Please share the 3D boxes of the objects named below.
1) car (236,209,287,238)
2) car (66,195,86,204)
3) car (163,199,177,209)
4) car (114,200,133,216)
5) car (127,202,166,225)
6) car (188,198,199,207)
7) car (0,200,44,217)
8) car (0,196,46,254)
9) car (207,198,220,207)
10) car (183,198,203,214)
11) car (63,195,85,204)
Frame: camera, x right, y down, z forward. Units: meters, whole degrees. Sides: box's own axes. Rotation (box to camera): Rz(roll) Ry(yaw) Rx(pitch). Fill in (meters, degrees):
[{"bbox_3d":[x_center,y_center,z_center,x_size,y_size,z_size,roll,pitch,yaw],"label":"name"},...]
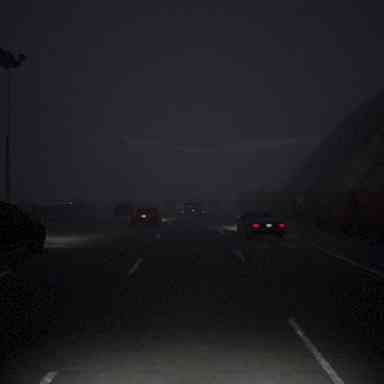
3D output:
[{"bbox_3d":[3.603,1.632,18.047,2.033,1.411,5.357,0,0,0],"label":"car"},{"bbox_3d":[-23.752,1.419,68.387,2.097,1.767,4.553,0,0,6],"label":"car"},{"bbox_3d":[-3.392,1.725,50.420,2.128,1.511,4.902,0,0,0],"label":"car"},{"bbox_3d":[-6.896,1.641,35.296,1.882,1.535,5.008,0,0,0],"label":"car"},{"bbox_3d":[-3.396,1.682,25.444,1.994,1.385,4.181,0,0,0],"label":"car"},{"bbox_3d":[0.280,1.782,59.696,1.837,1.490,4.892,-1,0,3],"label":"car"},{"bbox_3d":[-17.559,1.649,34.487,2.128,1.511,4.902,0,0,0],"label":"car"},{"bbox_3d":[-6.909,1.270,10.919,2.150,2.045,5.566,0,0,0],"label":"car"},{"bbox_3d":[3.657,1.765,55.853,1.837,1.490,4.892,0,0,1],"label":"car"},{"bbox_3d":[0.104,1.678,37.207,1.837,1.490,4.892,0,0,0],"label":"car"},{"bbox_3d":[-20.987,1.801,58.340,1.837,1.490,4.892,0,0,1],"label":"car"}]
